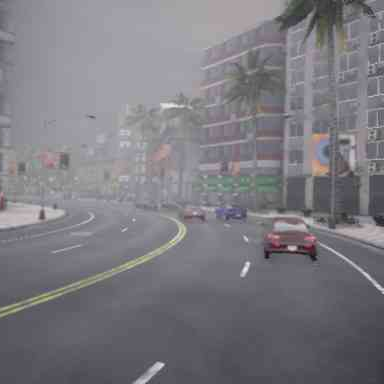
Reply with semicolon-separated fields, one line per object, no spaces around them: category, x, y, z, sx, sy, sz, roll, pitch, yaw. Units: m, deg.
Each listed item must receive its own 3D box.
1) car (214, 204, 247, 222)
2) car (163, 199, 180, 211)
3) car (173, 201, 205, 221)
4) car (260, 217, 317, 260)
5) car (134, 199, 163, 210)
car;3.417;1.799;30.270;1.882;1.535;5.008;2;-1;-11
car;-2.797;1.769;46.032;2.128;1.511;4.902;2;-1;-30
car;-0.159;1.791;30.216;1.994;1.385;4.181;2;0;-12
car;3.781;1.729;13.406;1.812;1.442;4.674;2;0;10
car;-6.338;1.669;45.171;2.128;1.511;4.902;2;-1;-31
